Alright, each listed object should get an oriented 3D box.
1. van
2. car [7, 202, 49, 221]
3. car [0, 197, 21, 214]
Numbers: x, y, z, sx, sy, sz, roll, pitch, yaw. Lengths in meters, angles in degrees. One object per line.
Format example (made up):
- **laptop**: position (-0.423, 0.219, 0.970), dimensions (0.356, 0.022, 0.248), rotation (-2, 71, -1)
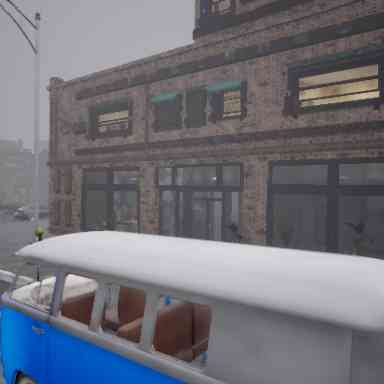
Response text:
- **van**: position (-0.142, 1.339, 2.957), dimensions (3.998, 1.788, 1.690), rotation (0, 1, 36)
- **car**: position (-13.292, 1.793, 29.218), dimensions (1.947, 1.339, 4.313), rotation (0, 0, 36)
- **car**: position (-20.048, 1.411, 34.171), dimensions (2.192, 1.841, 5.009), rotation (0, 0, 36)
